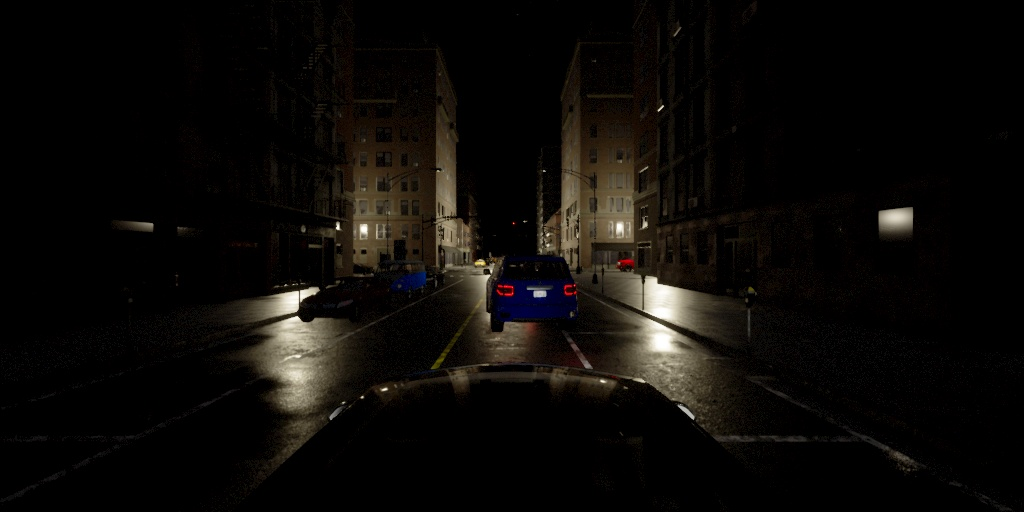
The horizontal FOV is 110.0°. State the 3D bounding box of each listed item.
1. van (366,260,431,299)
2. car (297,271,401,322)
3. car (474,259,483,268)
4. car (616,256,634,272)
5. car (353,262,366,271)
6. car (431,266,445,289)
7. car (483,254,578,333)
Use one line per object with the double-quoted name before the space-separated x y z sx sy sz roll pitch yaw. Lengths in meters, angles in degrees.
"van" -5.391 1.090 17.531 1.690 1.789 3.998 0 0 0
"car" -5.393 1.331 12.124 1.802 1.307 4.207 0 0 0
"car" -5.384 1.272 60.730 1.751 1.417 4.829 0 0 0
"car" 15.336 0.877 42.985 5.566 2.045 2.150 0 0 0
"car" -17.588 1.402 39.986 4.181 1.385 1.994 0 0 0
"car" -5.389 1.299 22.937 2.007 1.370 4.403 0 0 0
"car" 0.360 0.971 10.968 2.150 2.045 5.566 0 0 -6
